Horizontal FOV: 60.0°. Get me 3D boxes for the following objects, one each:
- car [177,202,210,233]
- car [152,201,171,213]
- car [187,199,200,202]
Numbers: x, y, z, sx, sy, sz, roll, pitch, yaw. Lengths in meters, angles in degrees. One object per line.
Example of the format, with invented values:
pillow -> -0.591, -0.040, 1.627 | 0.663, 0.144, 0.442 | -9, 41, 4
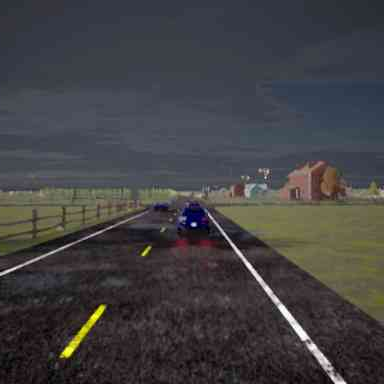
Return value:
car -> 0.099, 1.567, 19.895 | 1.812, 1.442, 4.674 | 0, 0, 0
car -> -3.509, 1.695, 38.996 | 1.895, 1.301, 4.718 | 0, 0, 0
car -> 0.097, 1.598, 42.593 | 2.128, 1.511, 4.902 | 0, 0, 0
